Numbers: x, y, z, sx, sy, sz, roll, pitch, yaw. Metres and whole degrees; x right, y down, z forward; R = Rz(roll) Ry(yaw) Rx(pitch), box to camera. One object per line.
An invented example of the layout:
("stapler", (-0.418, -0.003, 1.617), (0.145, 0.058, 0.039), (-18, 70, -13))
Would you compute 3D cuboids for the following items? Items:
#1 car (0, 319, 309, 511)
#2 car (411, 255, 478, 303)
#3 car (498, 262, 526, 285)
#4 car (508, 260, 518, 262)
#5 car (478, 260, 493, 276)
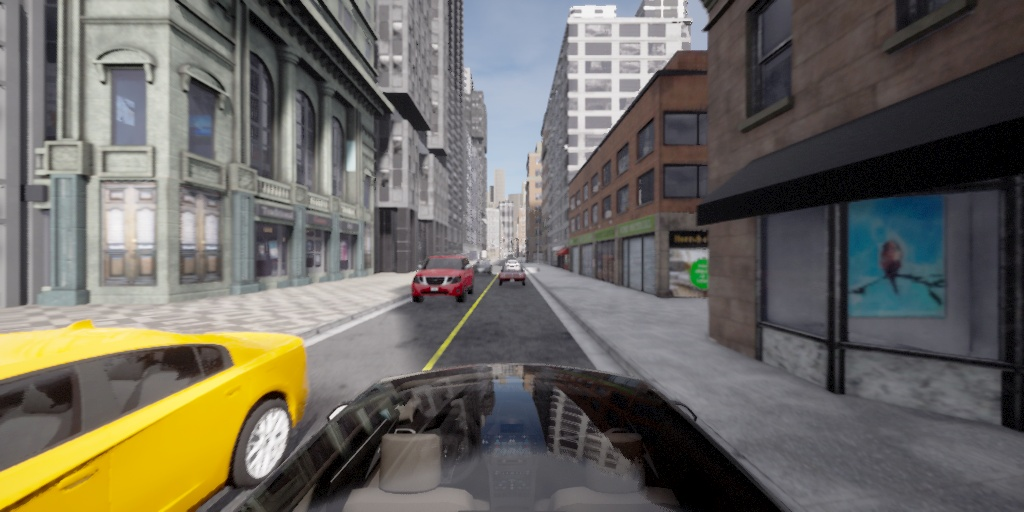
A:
("car", (-3.096, 1.228, 1.756), (1.882, 1.535, 5.008), (0, 0, 0))
("car", (-3.081, 0.968, 17.069), (2.150, 2.045, 5.566), (0, 0, 0))
("car", (0.026, 1.344, 25.826), (1.895, 1.301, 4.718), (0, 0, 0))
("car", (0.088, 1.250, 46.028), (1.812, 1.442, 4.674), (0, 0, 0))
("car", (-3.021, 1.226, 37.515), (2.128, 1.511, 4.902), (0, 0, 0))
